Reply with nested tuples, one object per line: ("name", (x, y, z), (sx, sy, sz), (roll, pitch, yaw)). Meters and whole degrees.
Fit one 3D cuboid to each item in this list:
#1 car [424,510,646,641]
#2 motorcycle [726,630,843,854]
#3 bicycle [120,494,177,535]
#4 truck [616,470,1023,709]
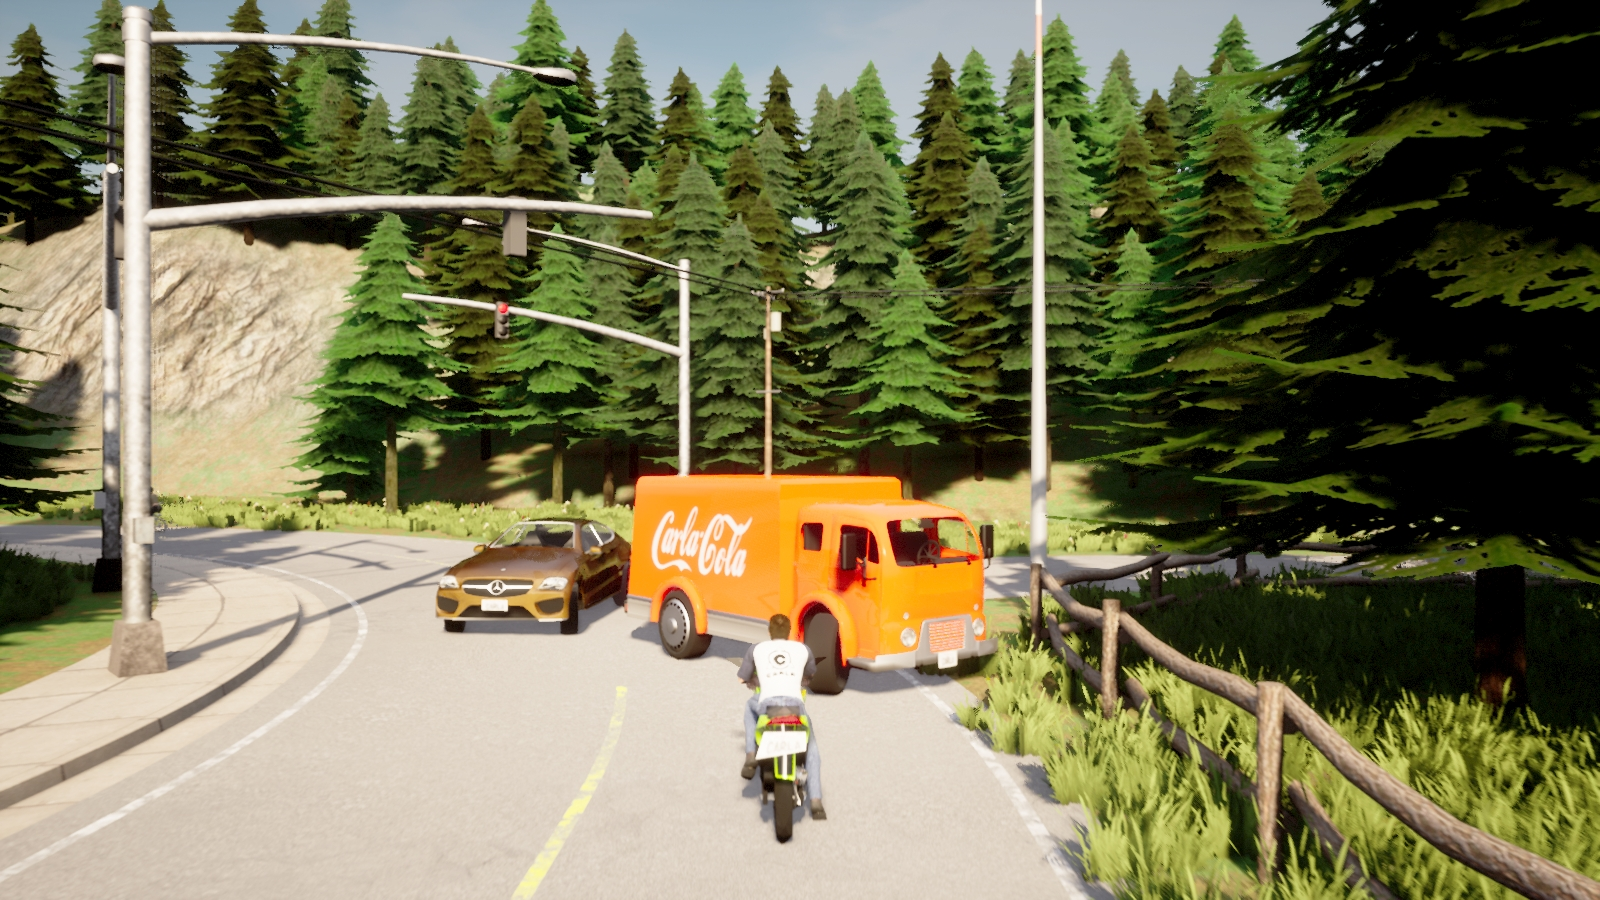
("car", (-4.247, 1.970, 19.308), (2.152, 1.651, 5.027), (0, 0, 6))
("motorcycle", (-0.158, 2.160, 8.843), (0.803, 1.199, 2.033), (0, 0, -3))
("bicycle", (-21.761, 2.132, 38.162), (1.487, 1.276, 0.859), (0, 2, 17))
("truck", (0.043, 1.542, 15.090), (2.627, 2.467, 5.204), (0, 0, -39))
